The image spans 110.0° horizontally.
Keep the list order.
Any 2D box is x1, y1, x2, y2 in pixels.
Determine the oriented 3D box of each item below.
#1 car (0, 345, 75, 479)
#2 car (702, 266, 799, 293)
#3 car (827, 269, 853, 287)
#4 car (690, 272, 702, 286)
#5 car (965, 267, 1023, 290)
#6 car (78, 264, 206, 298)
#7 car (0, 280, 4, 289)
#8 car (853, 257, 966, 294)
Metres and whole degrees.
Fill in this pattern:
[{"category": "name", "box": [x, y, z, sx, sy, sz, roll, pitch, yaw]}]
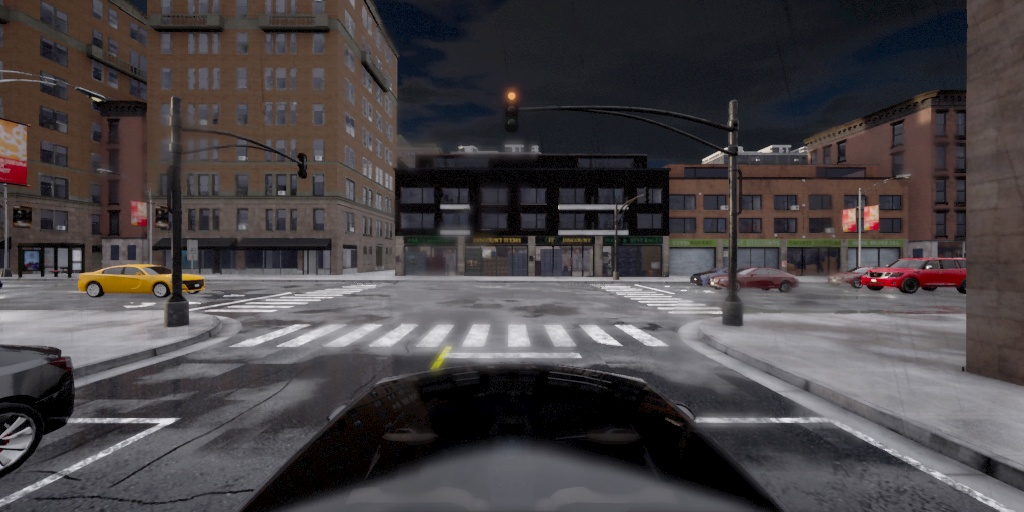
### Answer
[{"category": "car", "box": [-5.387, 1.316, 1.910, 1.948, 1.339, 4.313, 0, 0, 0]}, {"category": "car", "box": [14.105, 1.354, 21.008, 4.674, 1.442, 1.812, 0, 0, 1]}, {"category": "car", "box": [24.167, 1.407, 24.298, 4.674, 1.442, 1.812, 0, 0, 0]}, {"category": "car", "box": [14.405, 1.394, 24.260, 4.181, 1.385, 1.994, 0, 0, 0]}, {"category": "car", "box": [34.121, 1.498, 24.352, 4.181, 1.385, 1.994, 0, 0, 0]}, {"category": "car", "box": [-17.787, 1.149, 17.396, 5.008, 1.535, 1.882, 0, 0, 0]}, {"category": "car", "box": [-27.853, 1.150, 17.346, 4.674, 1.442, 1.812, 0, 0, 0]}, {"category": "car", "box": [23.999, 1.102, 21.043, 5.566, 2.045, 2.150, 0, 0, 0]}]
